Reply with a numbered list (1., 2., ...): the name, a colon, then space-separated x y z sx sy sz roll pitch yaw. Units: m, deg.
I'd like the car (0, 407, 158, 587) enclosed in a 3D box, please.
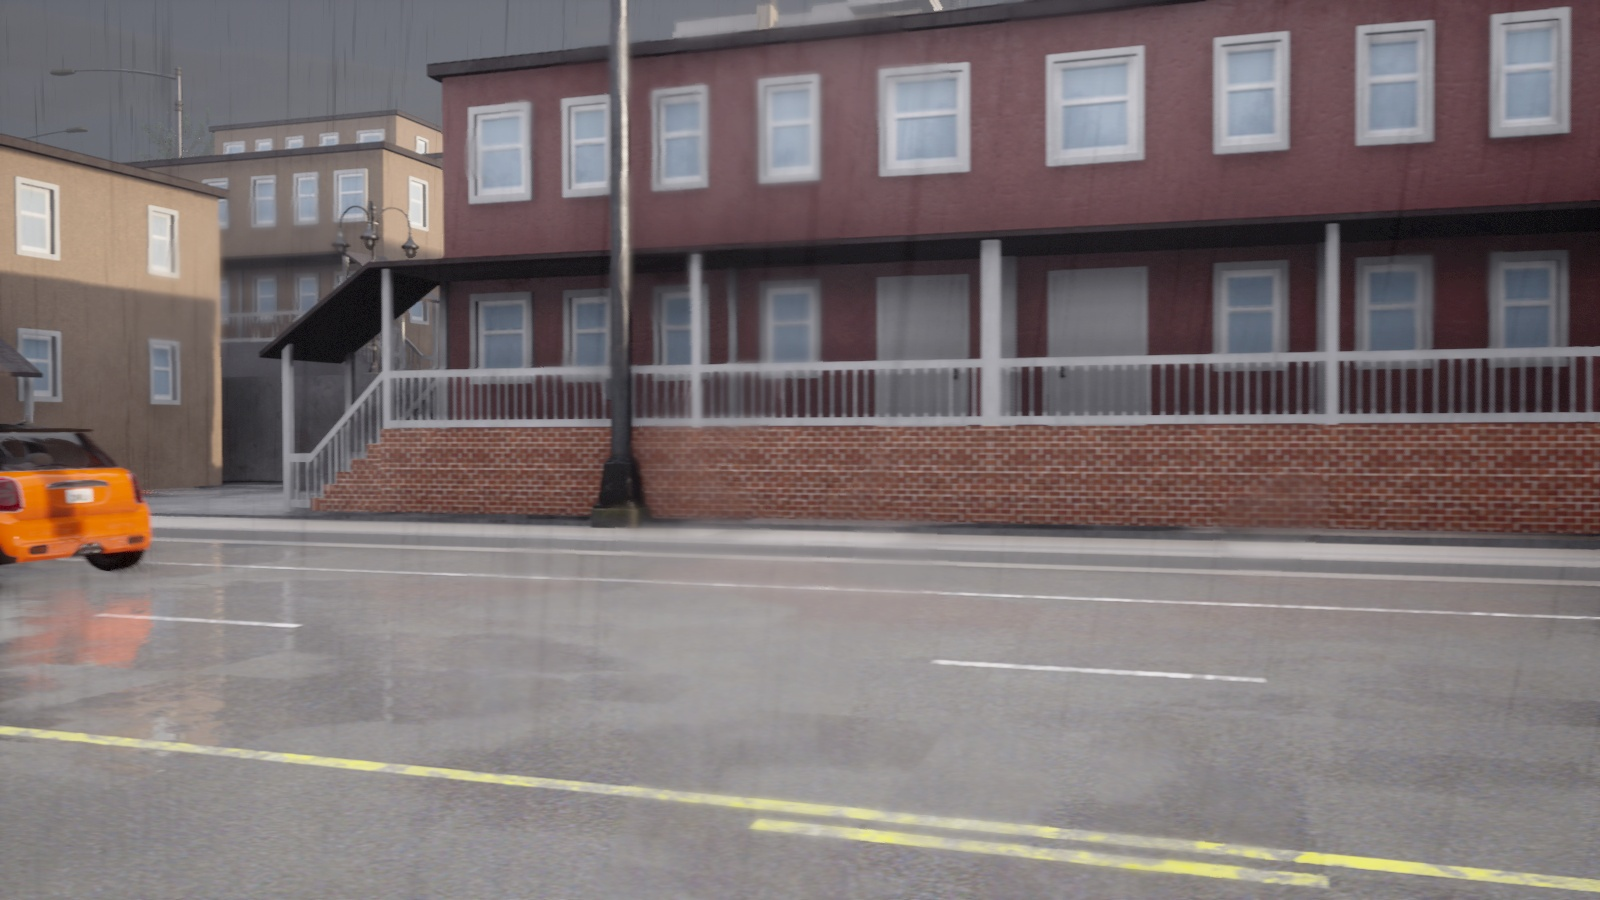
1. car: -9.711 0.427 13.846 4.553 1.767 2.097 1 1 19
